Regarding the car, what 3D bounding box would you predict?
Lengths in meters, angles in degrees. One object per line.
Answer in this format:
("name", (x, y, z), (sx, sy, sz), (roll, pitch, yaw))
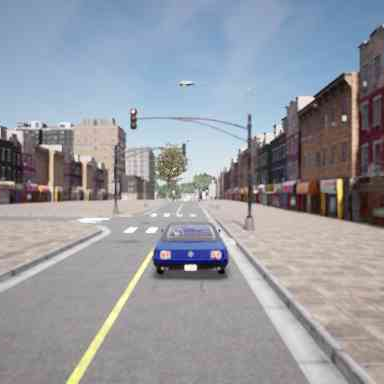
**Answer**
("car", (-0.032, 1.521, 10.219), (1.895, 1.301, 4.718), (0, 0, 0))
